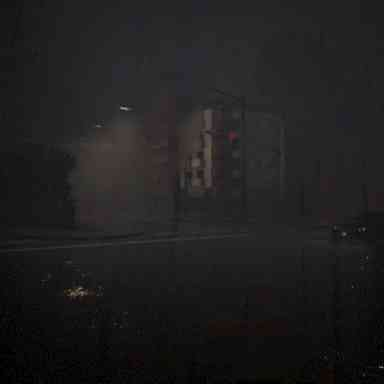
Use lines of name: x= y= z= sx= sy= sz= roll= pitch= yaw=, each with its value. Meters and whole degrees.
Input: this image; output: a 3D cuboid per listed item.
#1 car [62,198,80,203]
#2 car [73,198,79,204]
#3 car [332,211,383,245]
car: x=-29.125 y=2.008 z=79.970 sx=4.536 sy=1.218 sz=1.853 roll=0 pitch=-1 yaw=40
car: x=-29.085 y=2.166 z=79.936 sx=4.974 sy=1.542 sz=2.038 roll=0 pitch=-1 yaw=40
car: x=9.100 y=1.701 z=16.656 sx=4.674 sy=1.442 sz=1.812 roll=1 pitch=-1 yaw=-30
